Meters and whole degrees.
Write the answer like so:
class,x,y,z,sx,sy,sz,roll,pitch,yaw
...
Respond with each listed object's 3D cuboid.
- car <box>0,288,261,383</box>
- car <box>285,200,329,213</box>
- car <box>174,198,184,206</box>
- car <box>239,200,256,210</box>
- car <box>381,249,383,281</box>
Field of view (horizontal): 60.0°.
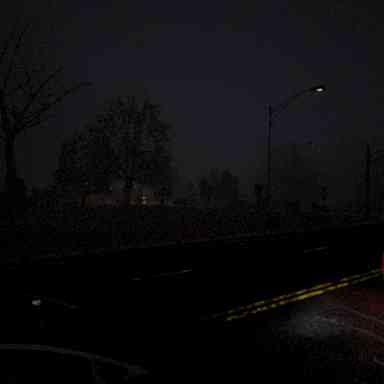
class,x,y,z,sx,sy,sz,roll,pitch,yaw
car,-1.592,1.492,2.302,4.902,1.511,2.128,0,0,-36
car,12.788,1.608,37.225,1.882,1.535,5.008,2,-2,-36
car,-1.434,1.805,57.202,1.812,1.442,4.674,2,-1,-34
car,6.963,1.750,45.159,1.994,1.385,4.181,2,-2,-37
car,6.704,1.359,8.265,4.553,1.767,2.097,0,0,-36
